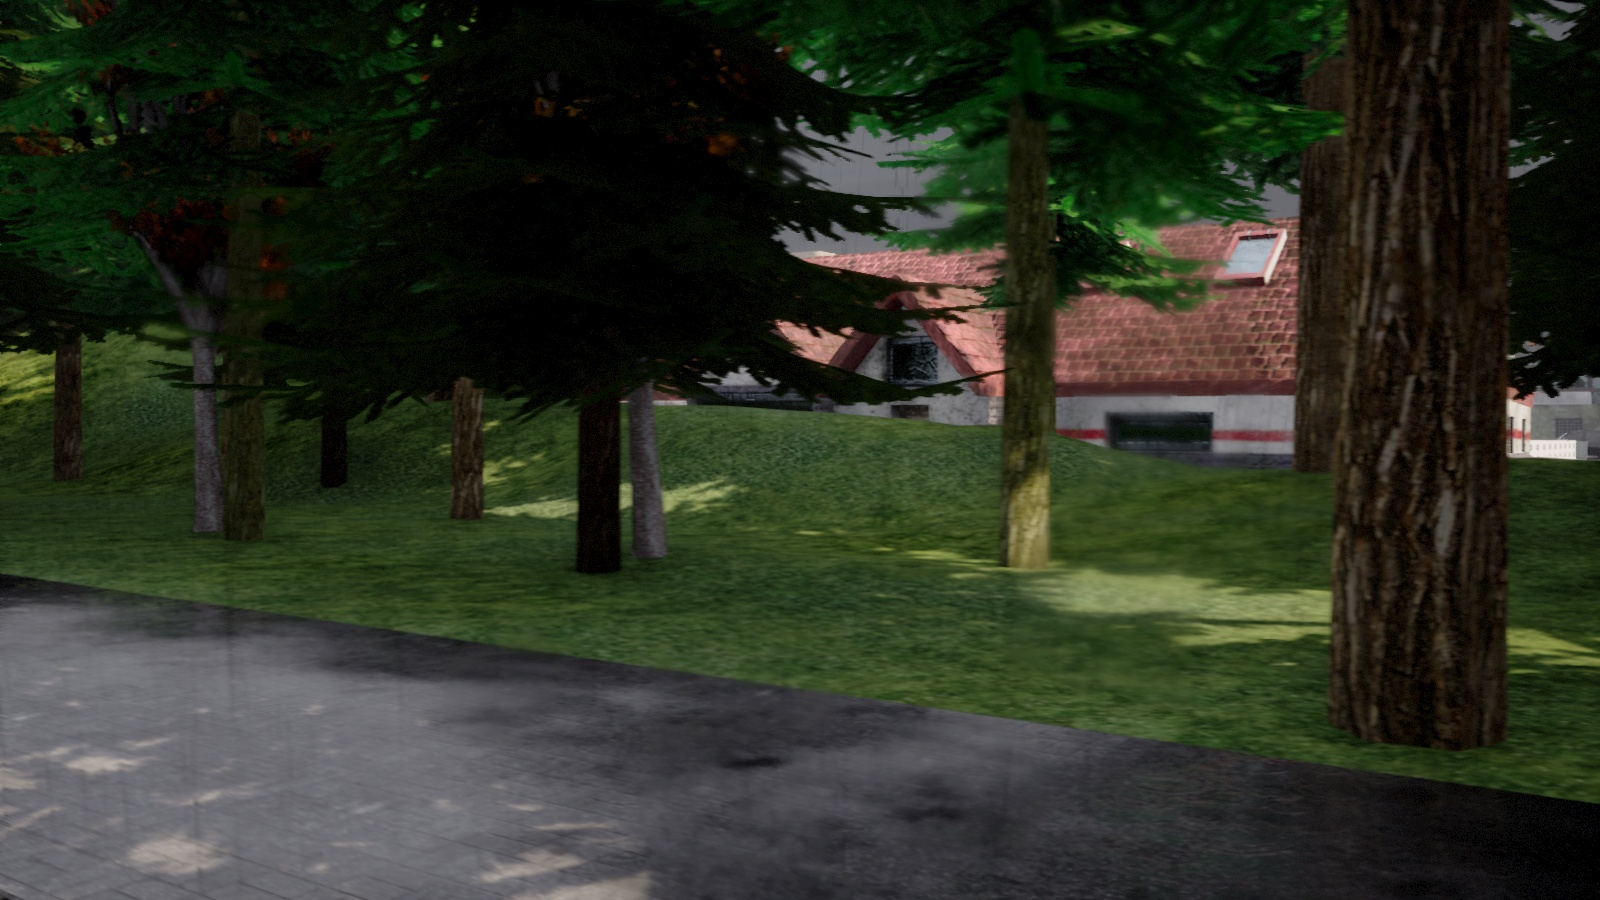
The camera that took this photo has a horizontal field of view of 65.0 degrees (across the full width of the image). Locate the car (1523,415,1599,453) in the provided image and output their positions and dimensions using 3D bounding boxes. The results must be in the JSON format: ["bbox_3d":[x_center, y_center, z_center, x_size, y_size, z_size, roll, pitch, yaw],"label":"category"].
[{"bbox_3d":[43.226,-0.888,69.339,5.566,2.045,2.150,0,1,34],"label":"car"}]
